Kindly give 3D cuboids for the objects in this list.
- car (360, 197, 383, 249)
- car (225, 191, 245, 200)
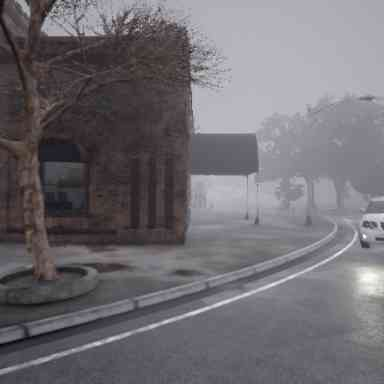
[{"bbox_3d":[8.592,1.235,14.221,2.150,2.045,5.566,0,0,31],"label":"car"},{"bbox_3d":[12.640,1.373,93.990,4.674,1.452,2.002,-2,4,-21],"label":"car"}]
